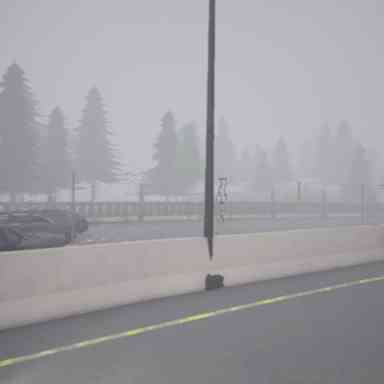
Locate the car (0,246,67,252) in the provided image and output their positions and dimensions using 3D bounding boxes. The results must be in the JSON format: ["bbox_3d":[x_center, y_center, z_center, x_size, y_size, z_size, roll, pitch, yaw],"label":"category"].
[{"bbox_3d":[-5.900,1.489,8.348,5.357,1.411,2.033,1,0,-35],"label":"car"}]
